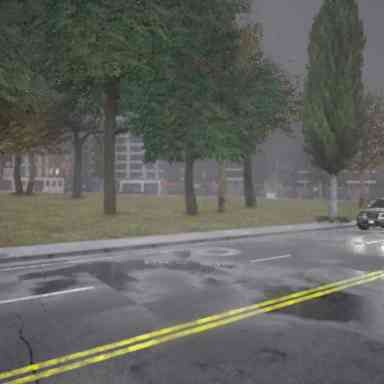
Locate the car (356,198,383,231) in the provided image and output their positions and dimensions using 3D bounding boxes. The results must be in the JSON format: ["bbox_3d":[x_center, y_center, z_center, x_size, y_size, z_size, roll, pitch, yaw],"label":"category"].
[{"bbox_3d":[12.469,1.369,20.566,5.566,2.045,2.150,1,0,-35],"label":"car"}]
